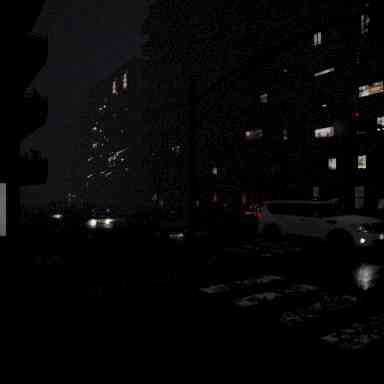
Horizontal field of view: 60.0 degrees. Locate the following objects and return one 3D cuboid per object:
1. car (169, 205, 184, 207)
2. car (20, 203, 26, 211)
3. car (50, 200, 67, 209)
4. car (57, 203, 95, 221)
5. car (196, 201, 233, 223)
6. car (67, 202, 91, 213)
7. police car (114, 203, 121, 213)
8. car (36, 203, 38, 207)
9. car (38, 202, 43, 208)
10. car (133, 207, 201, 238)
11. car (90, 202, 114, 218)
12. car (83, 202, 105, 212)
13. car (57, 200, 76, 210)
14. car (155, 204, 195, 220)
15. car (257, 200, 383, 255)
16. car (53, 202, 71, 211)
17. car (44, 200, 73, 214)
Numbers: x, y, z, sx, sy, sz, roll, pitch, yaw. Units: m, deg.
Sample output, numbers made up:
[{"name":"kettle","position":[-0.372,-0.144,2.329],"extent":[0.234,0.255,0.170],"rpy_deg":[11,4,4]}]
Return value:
[{"name":"car","position":[-2.764,1.946,25.771],"extent":[2.033,1.411,5.357],"rpy_deg":[0,-1,-36]},{"name":"car","position":[-31.801,2.769,61.365],"extent":[1.887,1.381,4.507],"rpy_deg":[-1,0,-36]},{"name":"car","position":[-28.411,2.622,70.900],"extent":[2.192,1.841,5.009],"rpy_deg":[-1,0,-36]},{"name":"car","position":[-11.848,2.163,33.857],"extent":[1.887,1.381,4.507],"rpy_deg":[-1,0,-36]},{"name":"car","position":[1.517,1.713,29.640],"extent":[2.192,1.841,5.009],"rpy_deg":[-1,0,-36]},{"name":"car","position":[-17.665,2.418,51.760],"extent":[2.128,1.511,4.902],"rpy_deg":[0,-1,-36]},{"name":"police car","position":[-12.286,2.256,49.510],"extent":[1.930,1.638,5.238],"rpy_deg":[0,-1,-36]},{"name":"car","position":[-38.376,3.167,84.655],"extent":[1.947,1.339,4.313],"rpy_deg":[-1,0,-36]},{"name":"car","position":[-35.055,3.049,80.068],"extent":[1.887,1.381,4.507],"rpy_deg":[-1,0,-36]},{"name":"car","position":[-1.773,1.832,19.966],"extent":[1.752,1.417,4.829],"rpy_deg":[-1,0,-36]},{"name":"car","position":[-10.745,1.995,36.785],"extent":[2.097,1.767,4.553],"rpy_deg":[0,-1,-36]},{"name":"car","position":[-16.326,2.432,55.091],"extent":[1.882,1.535,5.008],"rpy_deg":[0,-1,-36]},{"name":"car","position":[-25.085,2.523,66.314],"extent":[2.192,1.841,5.009],"rpy_deg":[-1,0,-36]},{"name":"car","position":[-1.802,2.045,34.223],"extent":[1.887,1.381,4.507],"rpy_deg":[-1,0,-36]},{"name":"car","position":[5.384,1.366,14.533],"extent":[2.150,2.045,5.566],"rpy_deg":[0,-1,-36]},{"name":"car","position":[-23.196,2.599,59.386],"extent":[1.837,1.490,4.892],"rpy_deg":[0,-1,-36]},{"name":"car","position":[-19.898,2.252,49.557],"extent":[2.150,2.045,5.566],"rpy_deg":[0,-1,-36]}]
